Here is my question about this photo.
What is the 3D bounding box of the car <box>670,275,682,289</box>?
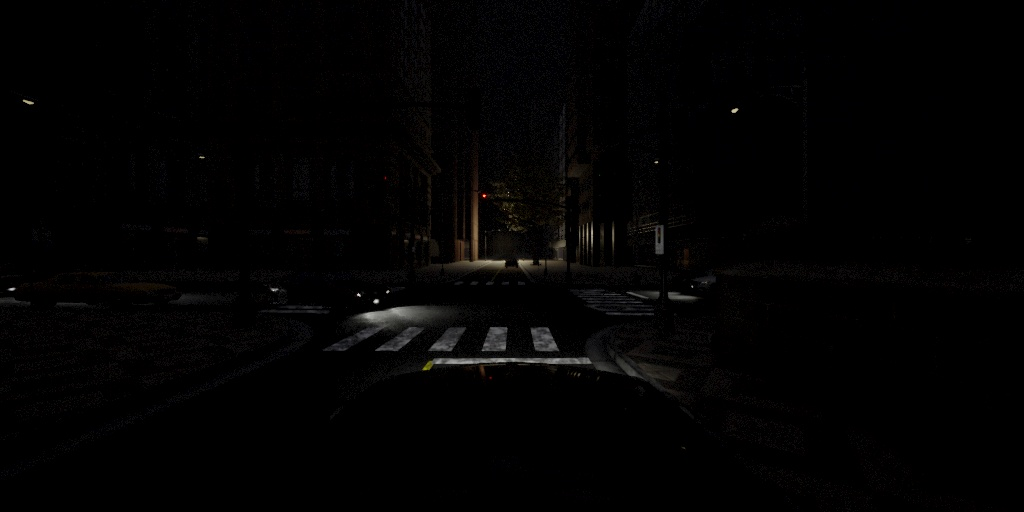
[{"bbox_3d":[11.864,1.381,21.569,4.403,1.370,2.007,0,0,0],"label":"car"}]

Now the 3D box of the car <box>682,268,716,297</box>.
[{"bbox_3d":[11.880,1.357,18.923,4.674,1.442,1.812,0,0,2],"label":"car"}]

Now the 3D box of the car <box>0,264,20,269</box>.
[{"bbox_3d":[-24.179,1.126,15.801,4.718,1.301,1.895,1,0,0],"label":"car"}]

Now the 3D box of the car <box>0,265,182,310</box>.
[{"bbox_3d":[-14.972,1.147,13.115,4.829,1.417,1.751,0,0,0],"label":"car"}]

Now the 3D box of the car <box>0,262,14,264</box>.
[{"bbox_3d":[-31.988,0.974,21.685,4.507,1.381,1.888,0,0,0],"label":"car"}]

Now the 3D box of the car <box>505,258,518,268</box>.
[{"bbox_3d":[-0.068,1.014,55.139,2.128,1.511,4.902,0,0,0],"label":"car"}]

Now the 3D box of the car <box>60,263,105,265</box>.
[{"bbox_3d":[-26.370,1.065,21.671,4.313,1.339,1.948,0,0,0],"label":"car"}]

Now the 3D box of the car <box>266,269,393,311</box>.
[{"bbox_3d":[-7.367,1.248,14.275,5.357,1.411,2.033,1,0,25],"label":"car"}]
